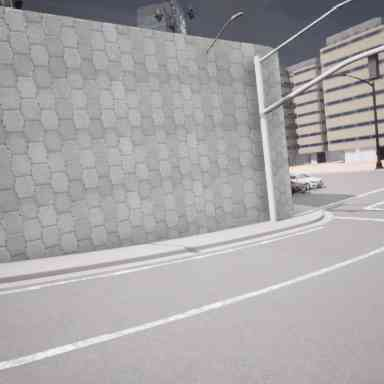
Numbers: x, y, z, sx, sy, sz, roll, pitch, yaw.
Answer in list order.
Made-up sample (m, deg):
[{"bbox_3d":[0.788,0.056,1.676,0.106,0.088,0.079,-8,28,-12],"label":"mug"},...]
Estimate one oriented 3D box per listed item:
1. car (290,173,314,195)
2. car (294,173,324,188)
[{"bbox_3d":[7.366,-0.462,27.874,1.812,1.442,4.674,-10,6,-35],"label":"car"},{"bbox_3d":[9.718,-0.978,30.517,1.812,1.442,4.674,-10,6,-35],"label":"car"}]
